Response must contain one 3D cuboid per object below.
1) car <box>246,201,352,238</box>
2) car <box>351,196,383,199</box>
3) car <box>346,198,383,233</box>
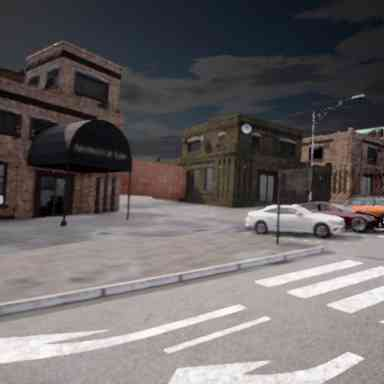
[{"bbox_3d":[4.911,1.323,16.202,4.674,1.452,2.002,-1,0,35],"label":"car"},{"bbox_3d":[9.776,1.047,19.546,4.553,1.767,2.185,-1,0,35],"label":"car"},{"bbox_3d":[7.359,1.257,17.870,4.792,1.488,2.163,-1,0,35],"label":"car"}]
